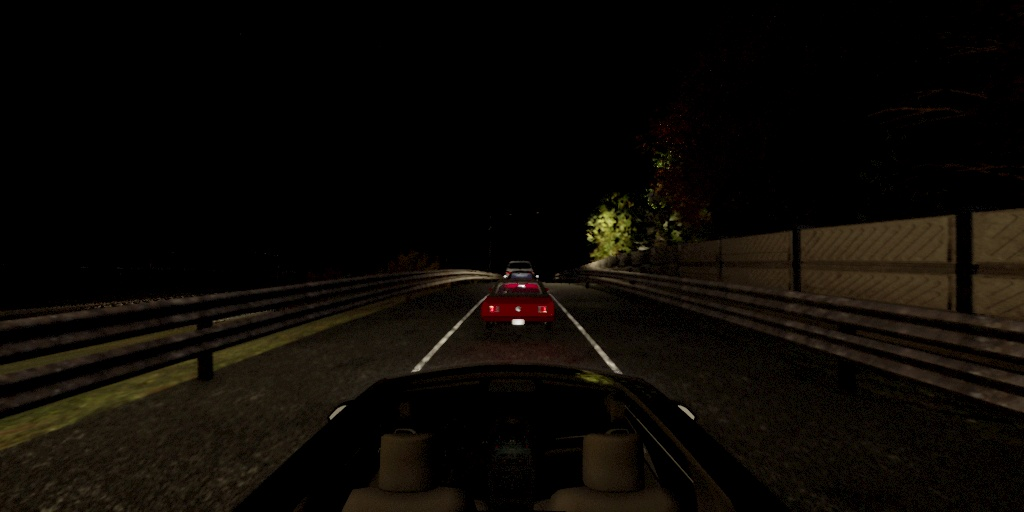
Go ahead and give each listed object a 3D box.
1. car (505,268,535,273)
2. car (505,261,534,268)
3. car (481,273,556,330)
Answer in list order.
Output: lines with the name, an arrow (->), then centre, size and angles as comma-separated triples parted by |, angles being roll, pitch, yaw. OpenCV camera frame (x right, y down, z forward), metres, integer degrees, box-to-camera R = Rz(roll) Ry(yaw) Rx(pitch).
car -> 0.490, 1.479, 19.023 | 1.994, 1.385, 4.181 | 0, -1, 1
car -> 0.626, 1.458, 28.627 | 2.150, 2.045, 5.566 | 0, -2, 2
car -> 0.205, 1.381, 11.159 | 1.895, 1.301, 4.718 | 0, -1, 1
